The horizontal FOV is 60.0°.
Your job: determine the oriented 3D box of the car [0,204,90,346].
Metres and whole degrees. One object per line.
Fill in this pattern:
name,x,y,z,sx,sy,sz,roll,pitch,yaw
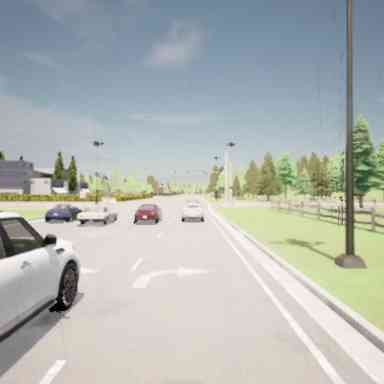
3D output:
car,-3.399,1.242,4.614,2.150,2.045,5.566,0,0,0

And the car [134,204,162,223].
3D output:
car,-3.393,1.636,26.197,1.812,1.442,4.674,0,0,0

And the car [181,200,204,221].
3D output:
car,0.081,1.646,28.400,1.812,1.442,4.674,0,0,0

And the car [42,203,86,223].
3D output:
car,-10.395,1.679,27.368,1.994,1.385,4.181,0,0,0

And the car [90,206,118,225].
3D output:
car,-6.895,1.706,24.923,1.895,1.301,4.718,0,0,0
